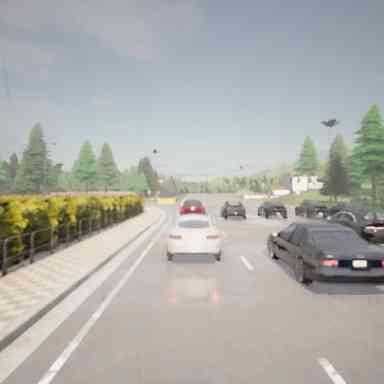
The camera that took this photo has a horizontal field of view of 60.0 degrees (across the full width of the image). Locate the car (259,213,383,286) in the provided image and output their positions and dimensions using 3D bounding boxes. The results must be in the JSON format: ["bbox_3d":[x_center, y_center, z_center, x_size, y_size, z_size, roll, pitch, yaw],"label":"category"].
[{"bbox_3d":[3.563,1.563,9.541,2.033,1.411,5.357,0,0,0],"label":"car"}]

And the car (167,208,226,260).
[{"bbox_3d":[0.072,1.546,12.476,1.812,1.442,4.674,0,0,0],"label":"car"}]

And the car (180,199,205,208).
[{"bbox_3d":[0.049,1.400,29.171,2.097,1.767,4.553,0,0,-1],"label":"car"}]

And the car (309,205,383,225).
[{"bbox_3d":[7.081,1.515,14.299,2.128,1.511,4.902,0,0,0],"label":"car"}]

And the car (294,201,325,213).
[{"bbox_3d":[10.579,1.553,29.737,1.837,1.490,4.892,0,0,0],"label":"car"}]

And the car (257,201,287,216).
[{"bbox_3d":[7.079,1.553,29.693,1.837,1.490,4.892,0,0,0],"label":"car"}]

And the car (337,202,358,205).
[{"bbox_3d":[14.080,1.613,30.274,1.994,1.385,4.181,0,0,0],"label":"car"}]

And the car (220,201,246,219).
[{"bbox_3d":[3.577,1.540,29.417,2.128,1.511,4.902,0,0,0],"label":"car"}]
